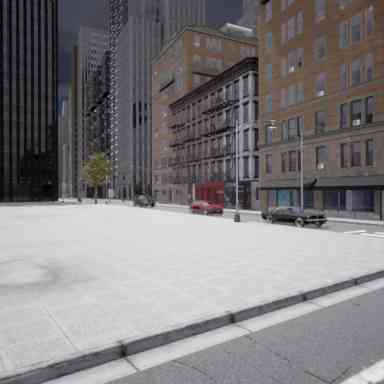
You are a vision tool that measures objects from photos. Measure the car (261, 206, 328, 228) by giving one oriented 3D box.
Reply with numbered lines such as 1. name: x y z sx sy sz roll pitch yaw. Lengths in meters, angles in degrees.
1. car: 6.993 1.675 23.115 1.895 1.301 4.718 0 0 -26

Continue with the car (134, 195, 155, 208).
1. car: -7.657 1.489 53.062 2.150 2.045 5.566 0 -1 -26

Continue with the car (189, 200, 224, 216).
1. car: 1.422 1.619 34.431 1.882 1.535 5.008 0 0 -26
